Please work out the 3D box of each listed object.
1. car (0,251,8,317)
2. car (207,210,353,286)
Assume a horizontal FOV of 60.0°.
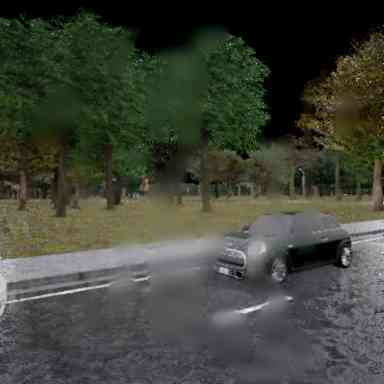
[{"bbox_3d":[-5.306,1.243,3.854,5.566,2.045,2.150,0,0,-36],"label":"car"},{"bbox_3d":[2.611,1.362,9.586,4.553,1.767,2.097,0,0,-36],"label":"car"}]
